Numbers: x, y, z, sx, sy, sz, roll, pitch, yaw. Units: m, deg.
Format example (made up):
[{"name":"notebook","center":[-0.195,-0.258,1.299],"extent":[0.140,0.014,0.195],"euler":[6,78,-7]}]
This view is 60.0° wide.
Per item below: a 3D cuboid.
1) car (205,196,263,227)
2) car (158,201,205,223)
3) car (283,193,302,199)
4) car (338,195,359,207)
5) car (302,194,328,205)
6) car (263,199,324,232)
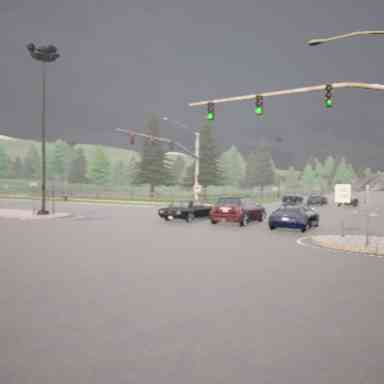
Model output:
[{"name":"car","center":[2.989,1.055,20.680],"extent":[2.097,1.767,4.553],"euler":[1,1,31]},{"name":"car","center":[-0.154,1.250,22.252],"extent":[1.895,1.301,4.718],"euler":[1,1,31]},{"name":"car","center":[13.915,0.895,45.698],"extent":[1.882,1.535,5.008],"euler":[1,1,31]},{"name":"car","center":[19.645,1.057,41.672],"extent":[1.812,1.442,4.674],"euler":[1,1,31]},{"name":"car","center":[16.082,0.978,42.508],"extent":[2.128,1.511,4.902],"euler":[1,1,31]},{"name":"car","center":[5.750,1.326,18.486],"extent":[1.994,1.385,4.181],"euler":[1,1,31]}]
